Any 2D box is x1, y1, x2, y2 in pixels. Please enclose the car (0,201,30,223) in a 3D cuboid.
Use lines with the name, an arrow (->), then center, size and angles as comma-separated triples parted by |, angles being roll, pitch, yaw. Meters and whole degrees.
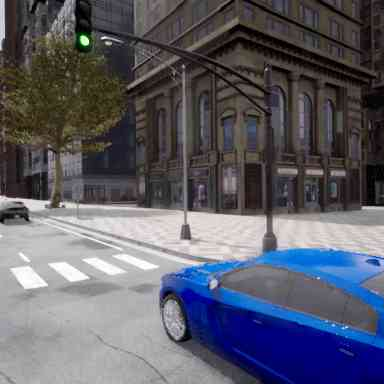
car -> -13.610, 1.445, 25.138 | 1.837, 1.490, 4.892 | -1, 1, -36

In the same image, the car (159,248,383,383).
car -> 1.409, 1.457, 4.138 | 1.882, 1.535, 5.008 | -1, 1, -36
